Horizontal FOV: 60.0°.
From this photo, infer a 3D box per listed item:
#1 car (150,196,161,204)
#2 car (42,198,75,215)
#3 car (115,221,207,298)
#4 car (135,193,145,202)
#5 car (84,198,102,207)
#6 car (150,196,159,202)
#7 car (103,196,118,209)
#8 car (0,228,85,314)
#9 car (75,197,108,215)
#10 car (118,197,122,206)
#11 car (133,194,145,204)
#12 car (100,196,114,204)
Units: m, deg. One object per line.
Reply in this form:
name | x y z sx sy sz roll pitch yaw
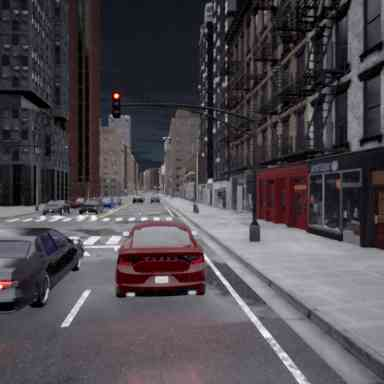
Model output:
car | -7.186 1.529 65.224 1.837 1.490 4.892 0 0 -6
car | -13.607 1.514 33.688 1.837 1.490 4.892 0 0 -6
car | -0.816 1.477 8.637 1.882 1.535 5.008 0 0 -6
car | -11.684 1.216 75.135 2.097 1.767 4.553 0 0 -6
car | -15.844 1.620 53.558 1.895 1.301 4.718 0 0 -6
car | -8.457 1.568 75.525 2.033 1.411 5.357 0 0 -6
car | -11.572 1.492 44.669 1.882 1.535 5.008 0 0 -6
car | -3.921 1.547 7.765 2.033 1.411 5.357 0 0 -6
car | -10.491 1.557 35.027 2.033 1.411 5.357 0 0 -6
car | -12.779 1.512 55.448 2.128 1.511 4.902 0 0 -6
car | -10.510 1.502 64.812 1.882 1.535 5.008 0 0 -6
car | -17.418 1.536 68.030 2.128 1.511 4.902 0 0 -6
